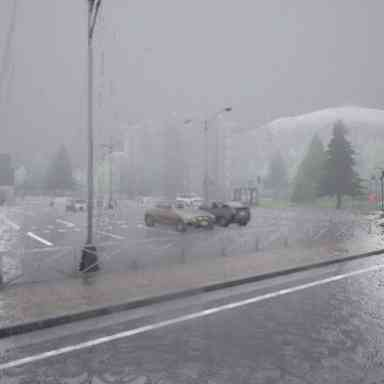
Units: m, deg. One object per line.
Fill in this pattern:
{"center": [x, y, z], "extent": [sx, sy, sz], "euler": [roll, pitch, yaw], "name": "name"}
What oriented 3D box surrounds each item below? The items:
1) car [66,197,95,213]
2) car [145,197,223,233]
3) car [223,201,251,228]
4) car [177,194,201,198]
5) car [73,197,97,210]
{"center": [-11.635, 1.387, 34.395], "extent": [1.970, 1.475, 3.806], "euler": [0, 0, -36], "name": "car"}
{"center": [-0.822, 1.334, 19.179], "extent": [2.152, 1.636, 5.027], "euler": [0, 0, -36], "name": "car"}
{"center": [1.690, 1.344, 21.059], "extent": [2.007, 1.523, 4.514], "euler": [0, 0, -36], "name": "car"}
{"center": [-0.136, 1.233, 47.354], "extent": [2.150, 2.045, 5.566], "euler": [0, 0, -36], "name": "car"}
{"center": [-13.565, 1.377, 42.155], "extent": [1.845, 1.501, 3.633], "euler": [0, 0, -36], "name": "car"}
